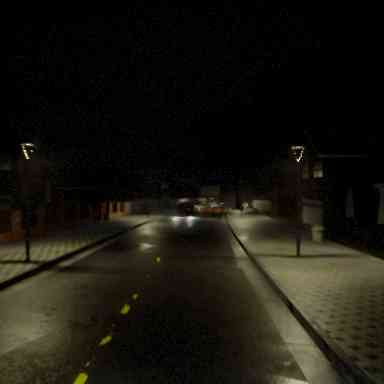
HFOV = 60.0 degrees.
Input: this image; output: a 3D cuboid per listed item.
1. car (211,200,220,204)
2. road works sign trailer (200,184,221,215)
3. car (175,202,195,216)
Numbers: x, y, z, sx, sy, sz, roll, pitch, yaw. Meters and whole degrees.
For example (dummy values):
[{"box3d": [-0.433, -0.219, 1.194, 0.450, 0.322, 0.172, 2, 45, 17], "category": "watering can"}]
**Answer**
[{"box3d": [5.649, 2.412, 78.775, 1.812, 1.442, 4.674, 0, -1, 11], "category": "car"}, {"box3d": [2.163, 0.900, 39.504, 2.380, 3.560, 2.880, 0, -1, 7], "category": "road works sign trailer"}, {"box3d": [-0.787, 1.887, 38.229, 1.882, 1.535, 5.008, 0, -1, 6], "category": "car"}]
